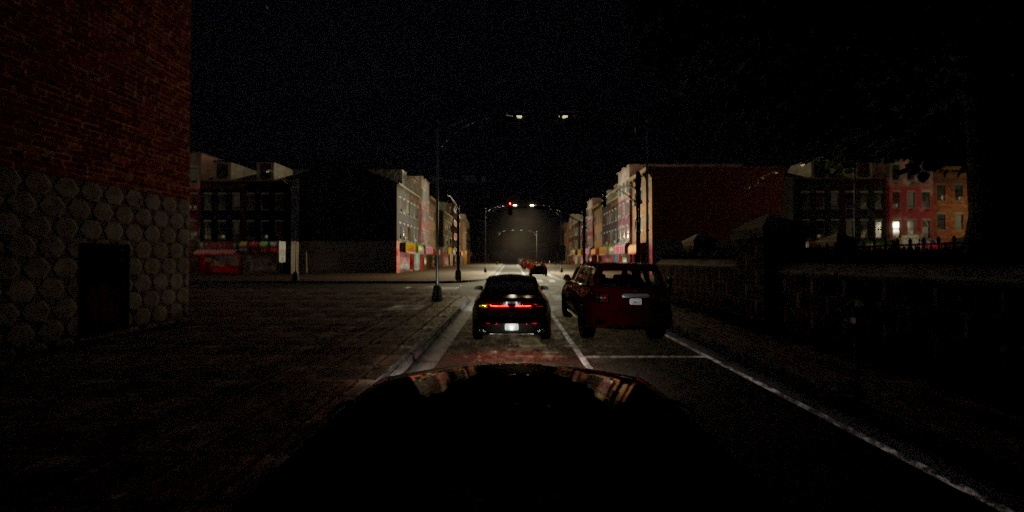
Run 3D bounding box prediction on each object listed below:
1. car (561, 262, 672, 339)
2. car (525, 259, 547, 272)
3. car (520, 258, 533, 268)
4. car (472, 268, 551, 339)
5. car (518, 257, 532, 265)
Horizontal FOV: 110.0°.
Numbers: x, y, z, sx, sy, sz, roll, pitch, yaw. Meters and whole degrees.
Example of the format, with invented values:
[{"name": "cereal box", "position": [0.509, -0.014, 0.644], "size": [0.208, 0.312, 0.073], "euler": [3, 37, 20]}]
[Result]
[{"name": "car", "position": [2.626, 1.063, 10.043], "size": [2.192, 1.841, 5.009], "euler": [0, 0, 0]}, {"name": "car", "position": [2.589, 1.313, 36.472], "size": [1.888, 1.381, 4.507], "euler": [0, 0, 0]}, {"name": "car", "position": [2.565, 1.343, 52.784], "size": [1.888, 1.381, 4.507], "euler": [0, 0, 0]}, {"name": "car", "position": [-0.011, 1.254, 10.001], "size": [1.837, 1.490, 4.892], "euler": [0, 0, 0]}, {"name": "car", "position": [2.557, 1.125, 58.221], "size": [2.192, 1.841, 5.009], "euler": [0, 0, 0]}]
